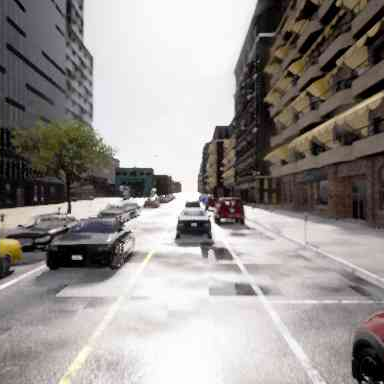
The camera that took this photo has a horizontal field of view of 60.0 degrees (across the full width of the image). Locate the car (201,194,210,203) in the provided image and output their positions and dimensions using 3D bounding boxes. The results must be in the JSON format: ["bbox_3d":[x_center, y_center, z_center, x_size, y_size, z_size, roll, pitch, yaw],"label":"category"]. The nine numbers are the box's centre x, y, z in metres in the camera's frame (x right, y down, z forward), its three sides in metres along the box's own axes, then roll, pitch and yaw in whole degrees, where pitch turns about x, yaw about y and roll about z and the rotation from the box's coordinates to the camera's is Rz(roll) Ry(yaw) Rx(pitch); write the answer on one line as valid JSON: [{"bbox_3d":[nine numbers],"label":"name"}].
[{"bbox_3d":[2.697,1.328,41.570,2.192,1.841,5.009,1,0,0],"label":"car"}]

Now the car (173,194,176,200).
[{"bbox_3d":[-5.659,1.528,81.060,1.887,1.381,4.507,1,0,0],"label":"car"}]

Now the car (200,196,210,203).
[{"bbox_3d":[2.690,1.541,69.803,1.887,1.381,4.507,1,0,0],"label":"car"}]

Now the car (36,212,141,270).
[{"bbox_3d":[-3.102,1.572,10.948,1.994,1.385,4.181,0,0,0],"label":"car"}]

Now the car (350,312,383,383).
[{"bbox_3d":[2.700,1.442,2.047,1.967,1.590,4.097,1,0,0],"label":"car"}]

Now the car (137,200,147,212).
[{"bbox_3d":[-5.686,1.565,30.247,2.008,1.369,4.403,1,0,0],"label":"car"}]

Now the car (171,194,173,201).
[{"bbox_3d":[-5.656,1.436,69.769,1.967,1.590,4.097,1,0,0],"label":"car"}]

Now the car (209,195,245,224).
[{"bbox_3d":[2.699,1.329,24.631,2.192,1.841,5.009,1,0,0],"label":"car"}]

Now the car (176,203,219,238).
[{"bbox_3d":[0.095,1.560,17.827,2.033,1.411,5.357,0,0,0],"label":"car"}]

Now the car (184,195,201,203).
[{"bbox_3d":[0.093,1.504,42.121,2.128,1.511,4.902,0,0,0],"label":"car"}]

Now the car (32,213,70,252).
[{"bbox_3d":[-5.683,1.561,13.309,2.008,1.369,4.403,1,0,0],"label":"car"}]

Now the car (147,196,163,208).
[{"bbox_3d":[-5.690,1.451,47.185,1.967,1.590,4.097,1,0,0],"label":"car"}]

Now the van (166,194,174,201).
[{"bbox_3d":[-5.658,1.317,86.705,1.690,1.788,3.998,1,0,0],"label":"van"}]

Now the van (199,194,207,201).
[{"bbox_3d":[2.691,1.325,81.094,1.690,1.788,3.998,1,0,0],"label":"van"}]

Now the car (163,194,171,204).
[{"bbox_3d":[-5.662,1.441,64.122,1.967,1.590,4.097,1,0,0],"label":"car"}]

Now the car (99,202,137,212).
[{"bbox_3d":[-5.685,1.564,24.600,2.008,1.369,4.403,1,0,0],"label":"car"}]

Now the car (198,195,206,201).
[{"bbox_3d":[2.687,1.542,86.740,1.947,1.339,4.313,1,0,0],"label":"car"}]

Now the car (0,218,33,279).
[{"bbox_3d":[-5.682,1.532,7.492,1.752,1.417,4.829,1,0,0],"label":"car"}]
